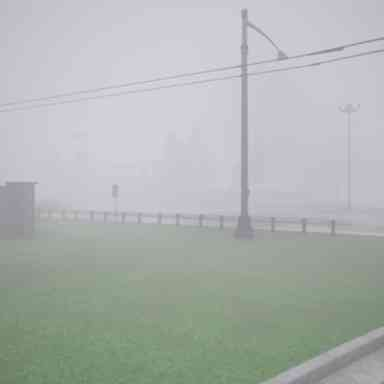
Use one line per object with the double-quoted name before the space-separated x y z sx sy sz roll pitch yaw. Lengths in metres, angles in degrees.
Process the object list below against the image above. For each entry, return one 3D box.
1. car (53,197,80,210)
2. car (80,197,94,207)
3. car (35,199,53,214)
"car" -15.102 1.515 36.745 4.892 1.490 1.837 0 0 29
"car" -16.859 1.509 49.789 4.902 1.511 2.128 0 0 29
"car" -16.772 1.359 33.668 4.553 1.767 2.097 0 0 29
